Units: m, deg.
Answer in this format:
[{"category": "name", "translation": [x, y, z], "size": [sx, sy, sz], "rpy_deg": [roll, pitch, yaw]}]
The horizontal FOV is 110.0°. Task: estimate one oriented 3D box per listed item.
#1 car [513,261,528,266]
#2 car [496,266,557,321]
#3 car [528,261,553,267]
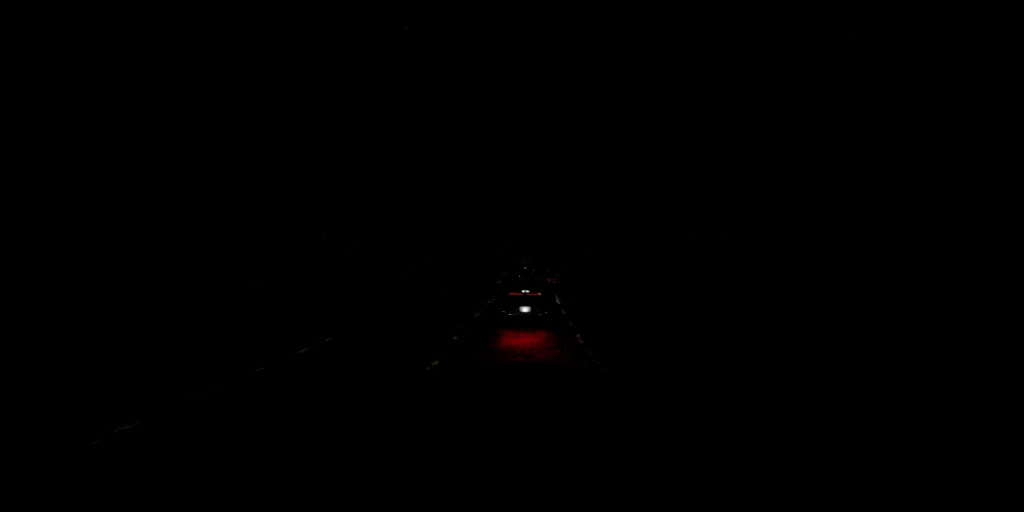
[{"category": "car", "translation": [1.339, 1.258, 42.982], "size": [2.033, 1.411, 5.357], "rpy_deg": [0, 0, 12]}, {"category": "car", "translation": [0.496, 1.254, 12.549], "size": [1.837, 1.490, 4.892], "rpy_deg": [0, 0, 3]}, {"category": "car", "translation": [2.998, 1.327, 34.781], "size": [1.895, 1.301, 4.718], "rpy_deg": [0, 0, 10]}]
